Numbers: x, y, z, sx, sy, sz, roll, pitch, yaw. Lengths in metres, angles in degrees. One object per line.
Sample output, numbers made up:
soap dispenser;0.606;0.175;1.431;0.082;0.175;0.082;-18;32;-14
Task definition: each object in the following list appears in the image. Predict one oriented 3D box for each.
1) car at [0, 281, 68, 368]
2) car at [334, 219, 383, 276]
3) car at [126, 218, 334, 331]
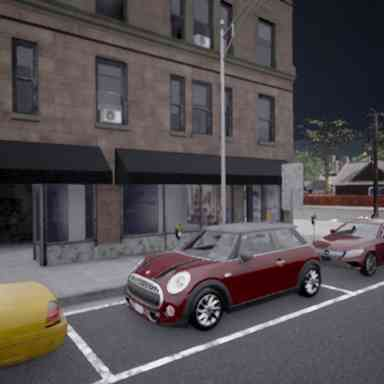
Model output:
car;-3.895;1.539;3.409;4.829;1.417;1.752;-1;0;-36
car;5.221;1.484;9.930;4.206;1.307;1.802;-1;0;-36
car;0.731;1.397;6.718;4.097;1.590;1.967;-1;0;-36
